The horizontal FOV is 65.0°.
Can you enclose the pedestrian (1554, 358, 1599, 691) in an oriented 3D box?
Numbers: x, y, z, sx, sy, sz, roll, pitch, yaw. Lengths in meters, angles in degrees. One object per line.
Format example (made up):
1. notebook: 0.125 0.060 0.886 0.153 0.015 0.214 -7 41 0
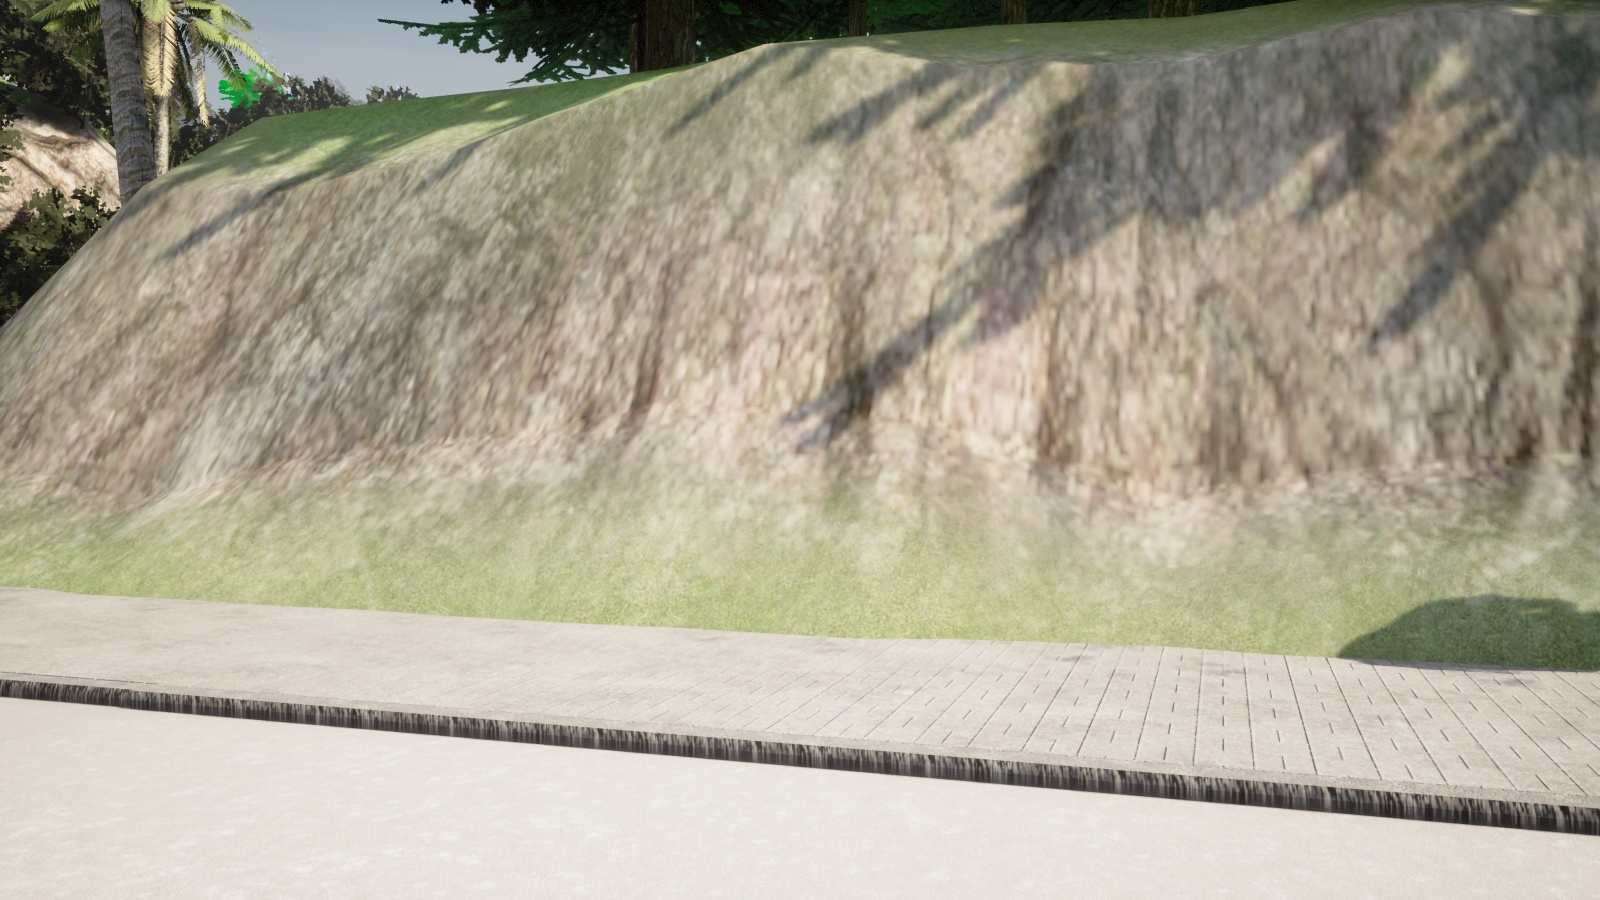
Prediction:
1. pedestrian: 5.129 0.435 7.554 0.873 1.952 0.659 1 1 18
